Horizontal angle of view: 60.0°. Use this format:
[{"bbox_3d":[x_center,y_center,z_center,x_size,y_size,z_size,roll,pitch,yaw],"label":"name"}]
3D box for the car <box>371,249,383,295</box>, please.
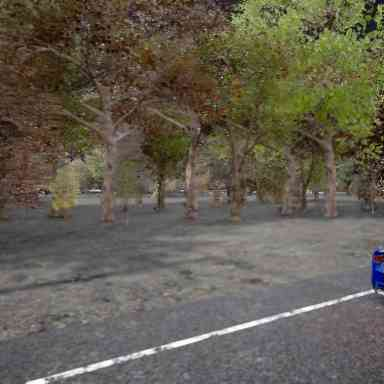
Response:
[{"bbox_3d":[5.902,1.460,7.155,5.008,1.535,1.882,0,0,-33],"label":"car"}]
